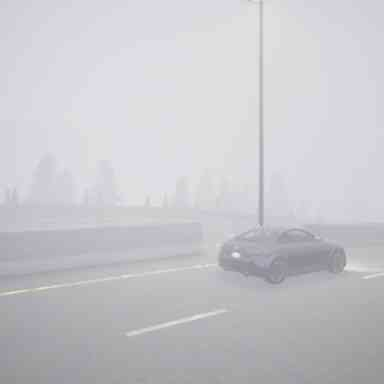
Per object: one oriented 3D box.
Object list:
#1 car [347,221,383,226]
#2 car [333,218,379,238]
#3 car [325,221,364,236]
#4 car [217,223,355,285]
[{"bbox_3d":[14.975,3.204,27.575,4.181,1.385,1.994,8,-5,-35],"label":"car"},{"bbox_3d":[16.196,3.574,32.744,5.008,1.535,1.882,8,-5,-35],"label":"car"},{"bbox_3d":[17.483,4.169,37.959,4.718,1.301,1.895,8,-5,-35],"label":"car"},{"bbox_3d":[2.803,1.724,10.050,4.181,1.385,1.994,2,-1,-35],"label":"car"}]
